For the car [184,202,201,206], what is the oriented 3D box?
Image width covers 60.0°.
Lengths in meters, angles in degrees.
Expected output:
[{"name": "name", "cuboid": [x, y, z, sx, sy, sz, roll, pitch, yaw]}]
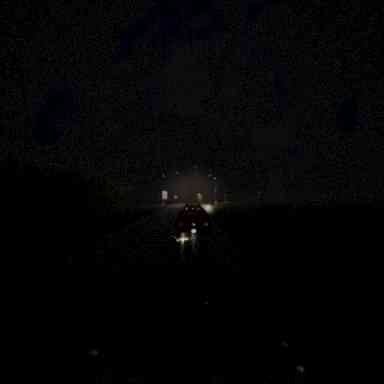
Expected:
[{"name": "car", "cuboid": [0.083, 1.784, 36.669, 1.895, 1.301, 4.718, 0, -1, 0]}]

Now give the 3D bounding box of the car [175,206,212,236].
[{"name": "car", "cuboid": [0.090, 1.676, 19.020, 1.895, 1.301, 4.718, 0, 0, 0]}]
